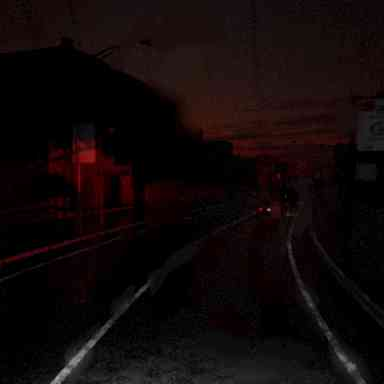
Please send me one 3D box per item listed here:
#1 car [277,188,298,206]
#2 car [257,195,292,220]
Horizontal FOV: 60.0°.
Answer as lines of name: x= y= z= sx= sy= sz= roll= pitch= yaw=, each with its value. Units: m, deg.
car: x=11.436 y=0.517 z=39.942 sx=2.150 sy=2.045 sz=5.566 roll=2 pitch=2 yaw=20
car: x=6.017 y=1.212 z=24.767 sx=2.033 sy=1.411 sz=5.357 roll=2 pitch=2 yaw=19
